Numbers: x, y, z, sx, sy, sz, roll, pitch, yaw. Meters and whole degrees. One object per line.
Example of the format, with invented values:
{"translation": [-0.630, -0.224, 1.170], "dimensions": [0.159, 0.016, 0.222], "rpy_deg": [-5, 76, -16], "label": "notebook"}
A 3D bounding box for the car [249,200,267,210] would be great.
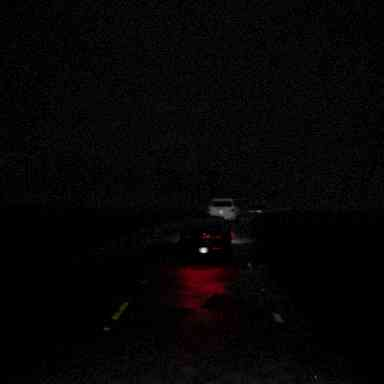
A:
{"translation": [12.840, 2.518, 64.580], "dimensions": [2.150, 2.045, 5.566], "rpy_deg": [-2, -3, 28], "label": "car"}

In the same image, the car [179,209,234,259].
{"translation": [0.642, 1.664, 13.306], "dimensions": [1.837, 1.490, 4.892], "rpy_deg": [0, 0, 6], "label": "car"}

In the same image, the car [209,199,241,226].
{"translation": [2.685, 1.545, 27.095], "dimensions": [2.150, 2.045, 5.566], "rpy_deg": [-1, -1, 12], "label": "car"}
